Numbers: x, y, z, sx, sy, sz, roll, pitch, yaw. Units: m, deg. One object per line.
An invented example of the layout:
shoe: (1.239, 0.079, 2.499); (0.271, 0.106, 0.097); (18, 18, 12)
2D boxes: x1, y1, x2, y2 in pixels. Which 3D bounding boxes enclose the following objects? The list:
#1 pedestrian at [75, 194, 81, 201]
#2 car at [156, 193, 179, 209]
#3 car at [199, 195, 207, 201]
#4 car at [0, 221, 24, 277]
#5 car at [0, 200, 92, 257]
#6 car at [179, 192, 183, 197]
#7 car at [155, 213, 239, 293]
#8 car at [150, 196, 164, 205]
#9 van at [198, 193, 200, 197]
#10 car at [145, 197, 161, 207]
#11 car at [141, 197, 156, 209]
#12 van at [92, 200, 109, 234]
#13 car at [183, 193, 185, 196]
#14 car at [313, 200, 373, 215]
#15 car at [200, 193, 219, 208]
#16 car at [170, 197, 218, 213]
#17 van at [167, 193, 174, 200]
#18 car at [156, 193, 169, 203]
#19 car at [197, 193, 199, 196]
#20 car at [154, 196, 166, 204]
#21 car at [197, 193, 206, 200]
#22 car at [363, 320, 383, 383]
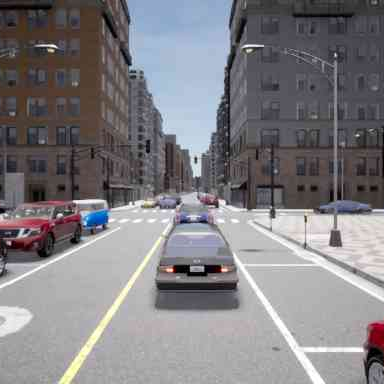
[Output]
pedestrian: (-12.597, 1.096, 36.657); (0.375, 1.860, 0.375); (0, 0, 1)
car: (-3.151, 1.293, 44.296); (2.097, 1.767, 4.553); (0, 0, 0)
car: (2.570, 1.425, 79.639); (1.802, 1.307, 4.206); (0, 0, 0)
car: (-5.867, 1.566, 7.418); (1.947, 1.339, 4.313); (0, 0, 0)
car: (-5.874, 1.315, 13.058); (2.192, 1.841, 5.009); (0, 0, 0)
car: (-3.159, 1.131, 55.394); (2.150, 2.045, 5.566); (0, 1, 1)
car: (0.091, 1.547, 8.995); (2.033, 1.411, 5.357); (0, 0, 0)
car: (-5.927, 1.433, 56.855); (1.752, 1.417, 4.829); (0, 0, 0)
van: (2.592, 1.233, 62.669); (1.690, 1.788, 3.998); (0, 0, 0)
car: (-5.920, 1.489, 51.371); (1.947, 1.339, 4.313); (0, 0, 0)
car: (-5.913, 1.463, 45.546); (1.752, 1.417, 4.829); (0, 0, 0)
van: (-5.881, 1.339, 18.700); (1.690, 1.788, 3.998); (0, 0, 0)
car: (-3.088, 1.367, 69.056); (2.128, 1.511, 4.902); (0, 0, 0)
car: (15.027, 1.506, 33.235); (5.357, 1.411, 2.033); (0, 0, 1)
car: (2.613, 1.253, 45.698); (2.192, 1.841, 5.009); (0, 0, 0)
car: (0.071, 1.350, 18.468); (2.097, 1.767, 4.553); (0, 0, 0)
van: (-5.969, 1.149, 90.955); (1.690, 1.788, 3.998); (0, 0, 0)
car: (-5.941, 1.191, 68.335); (2.192, 1.841, 5.009); (0, 0, 0)
car: (2.577, 1.385, 74.152); (1.752, 1.417, 4.829); (0, 0, 0)
car: (-5.934, 1.418, 62.510); (1.752, 1.417, 4.829); (0, 0, 0)
car: (2.556, 1.123, 90.951); (2.192, 1.841, 5.009); (0, 0, 0)
car: (2.666, 1.545, 1.764); (1.887, 1.381, 4.507); (0, 0, 0)
